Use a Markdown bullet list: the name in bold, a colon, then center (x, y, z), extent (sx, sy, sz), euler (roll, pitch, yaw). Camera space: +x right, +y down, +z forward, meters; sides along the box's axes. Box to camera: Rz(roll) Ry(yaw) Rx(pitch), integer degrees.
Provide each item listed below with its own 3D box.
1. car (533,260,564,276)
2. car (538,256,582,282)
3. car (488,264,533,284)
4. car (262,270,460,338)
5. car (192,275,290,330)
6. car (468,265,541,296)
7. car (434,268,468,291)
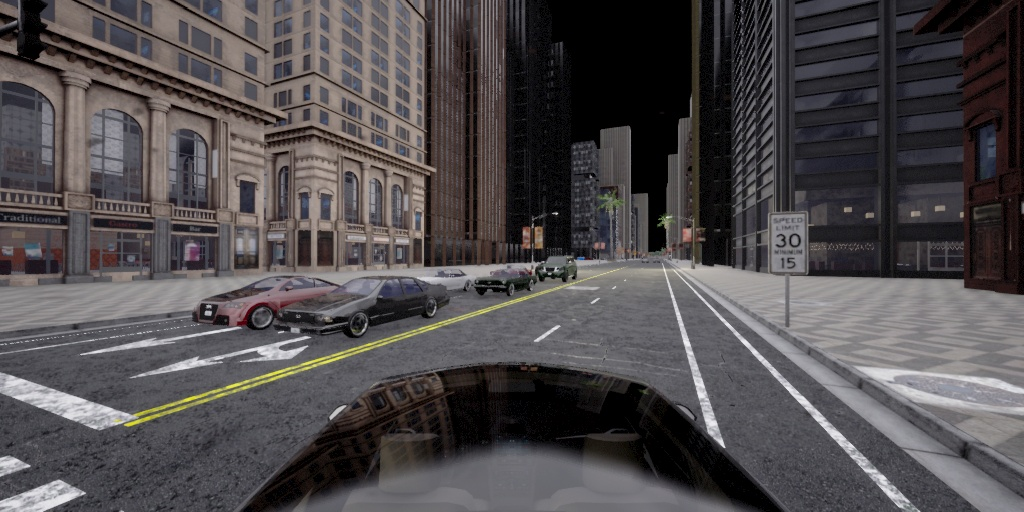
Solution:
- **car**: center (3.930, 1.250, 37.921), extent (1.882, 1.535, 5.008), euler (0, 0, 23)
- **car**: center (3.858, 0.986, 29.342), extent (2.150, 2.045, 5.566), euler (0, 0, 22)
- **car**: center (-0.010, 1.364, 28.506), extent (1.895, 1.301, 4.718), euler (0, 0, 23)
- **car**: center (-3.907, 1.299, 10.601), extent (2.033, 1.411, 5.357), euler (0, 0, 22)
- **car**: center (-7.170, 1.315, 11.206), extent (1.994, 1.385, 4.181), euler (0, 0, 23)
- **car**: center (-0.238, 1.357, 19.461), extent (1.895, 1.301, 4.718), euler (0, 0, 23)
- **car**: center (-3.823, 1.356, 19.303), extent (1.895, 1.301, 4.718), euler (0, 0, 23)
